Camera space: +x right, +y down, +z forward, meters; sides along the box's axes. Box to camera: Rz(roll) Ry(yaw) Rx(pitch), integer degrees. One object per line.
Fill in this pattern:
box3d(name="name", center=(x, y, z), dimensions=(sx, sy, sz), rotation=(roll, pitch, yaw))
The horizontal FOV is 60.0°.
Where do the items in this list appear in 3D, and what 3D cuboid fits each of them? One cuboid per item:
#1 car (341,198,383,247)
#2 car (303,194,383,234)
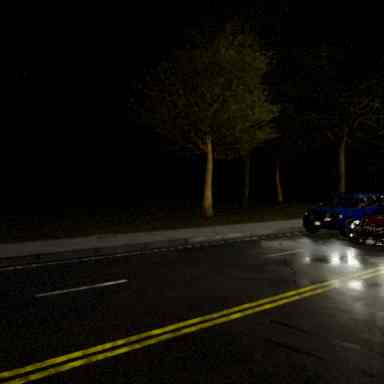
box3d(name="car", center=(8.508, 1.273, 13.760), dimensions=(4.553, 1.767, 2.097), rotation=(0, 0, -36))
box3d(name="car", center=(8.277, 1.132, 17.591), dimensions=(5.566, 2.045, 2.150), rotation=(0, 0, -36))
